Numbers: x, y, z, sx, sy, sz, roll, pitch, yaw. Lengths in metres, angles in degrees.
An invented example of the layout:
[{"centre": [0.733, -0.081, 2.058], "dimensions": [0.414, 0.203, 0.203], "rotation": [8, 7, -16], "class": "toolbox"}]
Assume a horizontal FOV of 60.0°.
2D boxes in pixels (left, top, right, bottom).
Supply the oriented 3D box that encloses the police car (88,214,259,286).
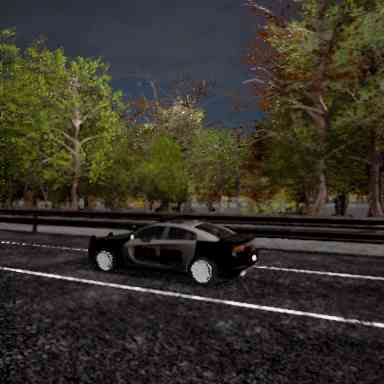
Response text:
[{"centre": [-0.725, 1.490, 9.621], "dimensions": [5.238, 1.638, 1.930], "rotation": [-1, 0, 27], "class": "police car"}]
